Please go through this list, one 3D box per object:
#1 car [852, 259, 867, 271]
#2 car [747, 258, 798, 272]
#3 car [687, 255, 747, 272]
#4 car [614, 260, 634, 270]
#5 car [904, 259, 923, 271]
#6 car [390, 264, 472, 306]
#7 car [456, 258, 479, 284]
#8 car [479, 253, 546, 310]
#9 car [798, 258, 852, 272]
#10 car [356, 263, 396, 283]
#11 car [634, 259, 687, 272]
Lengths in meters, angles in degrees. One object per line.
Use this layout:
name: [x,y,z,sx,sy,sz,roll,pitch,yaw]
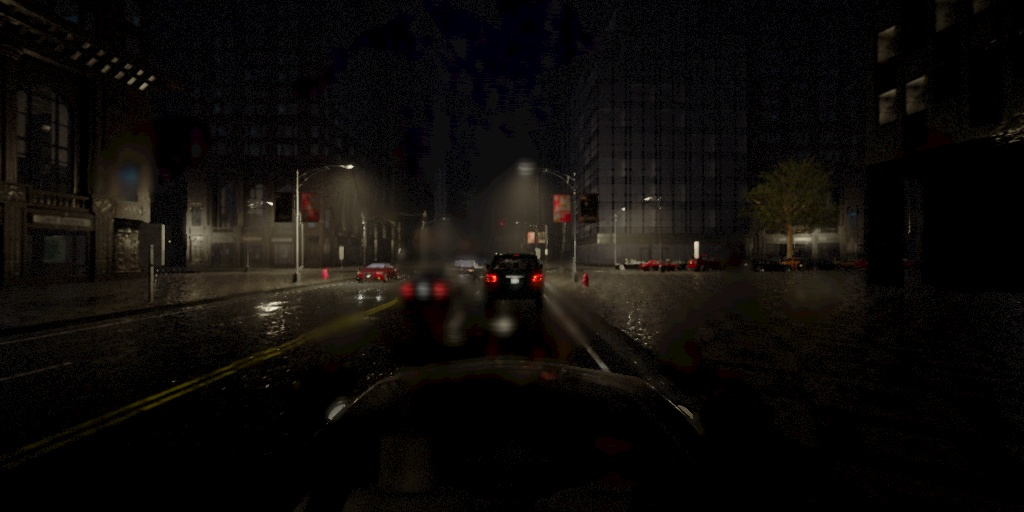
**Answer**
car: [41.370,0.927,40.209,5.008,1.535,1.882,0,0,0]
car: [26.589,1.039,37.341,4.313,1.339,1.948,0,0,-1]
car: [20.952,0.805,37.253,5.009,1.841,2.192,0,0,-1]
car: [15.182,1.120,45.689,4.313,1.339,1.948,0,0,-1]
car: [43.502,0.976,37.606,4.507,1.381,1.888,0,0,-1]
car: [-3.137,1.216,15.156,2.033,1.411,5.357,0,0,0]
car: [-3.156,1.123,25.249,2.128,1.511,4.902,0,0,0]
car: [0.100,0.894,14.432,2.150,2.045,5.566,0,0,0]
car: [32.226,1.023,37.429,4.313,1.339,1.948,0,0,-1]
car: [-9.796,1.193,26.492,1.994,1.385,4.181,0,0,1]
car: [15.313,1.092,37.165,4.207,1.307,1.802,0,0,-1]
